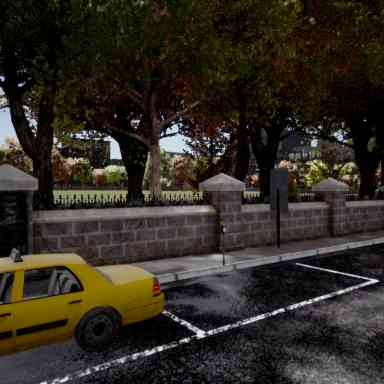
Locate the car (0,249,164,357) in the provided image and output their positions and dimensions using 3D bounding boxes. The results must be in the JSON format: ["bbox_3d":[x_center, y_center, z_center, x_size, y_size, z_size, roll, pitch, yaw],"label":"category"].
[{"bbox_3d":[-2.735,1.525,4.609,4.829,1.417,1.752,0,0,-35],"label":"car"}]
